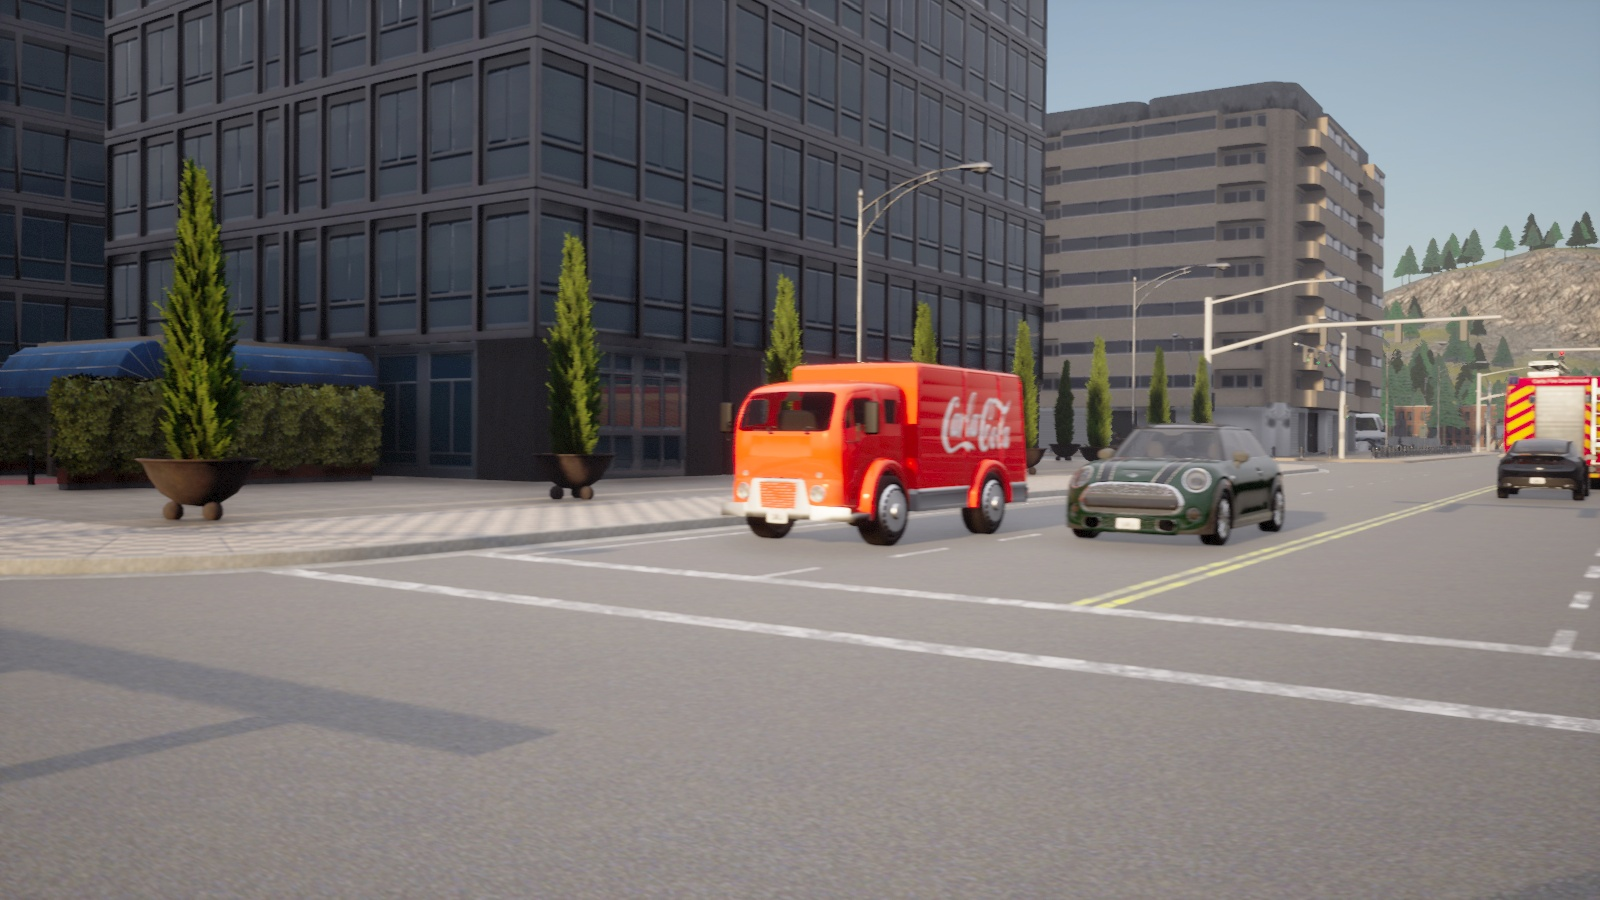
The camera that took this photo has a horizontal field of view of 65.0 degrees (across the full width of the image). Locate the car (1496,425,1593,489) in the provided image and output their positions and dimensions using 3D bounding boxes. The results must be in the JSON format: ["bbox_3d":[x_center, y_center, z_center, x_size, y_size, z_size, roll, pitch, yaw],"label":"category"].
[{"bbox_3d":[18.977,0.129,31.924,1.837,1.490,4.892,0,1,34],"label":"car"}]

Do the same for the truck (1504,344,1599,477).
[{"bbox_3d":[24.587,-1.205,40.183,2.891,3.827,8.468,0,1,34],"label":"truck"}]

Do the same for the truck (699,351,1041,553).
[{"bbox_3d":[1.207,-0.015,18.215,2.627,2.467,5.204,0,1,34],"label":"truck"}]

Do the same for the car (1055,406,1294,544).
[{"bbox_3d":[5.653,0.286,18.533,2.097,1.767,4.553,0,1,34],"label":"car"}]
